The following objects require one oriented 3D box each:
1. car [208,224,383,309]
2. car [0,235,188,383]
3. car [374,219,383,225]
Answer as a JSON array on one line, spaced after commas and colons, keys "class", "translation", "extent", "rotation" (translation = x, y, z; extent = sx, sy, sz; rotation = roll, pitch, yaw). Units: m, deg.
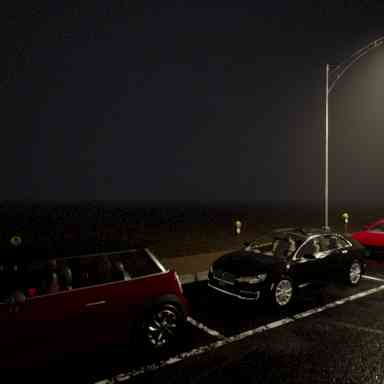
[{"class": "car", "translation": [2.366, 1.552, 7.775], "extent": [4.403, 1.369, 2.008], "rotation": [0, 1, -35]}, {"class": "car", "translation": [-2.140, 1.440, 4.560], "extent": [4.097, 1.590, 1.967], "rotation": [0, 1, -35]}, {"class": "car", "translation": [6.874, 1.547, 10.990], "extent": [4.507, 1.381, 1.887], "rotation": [0, 1, -35]}]
